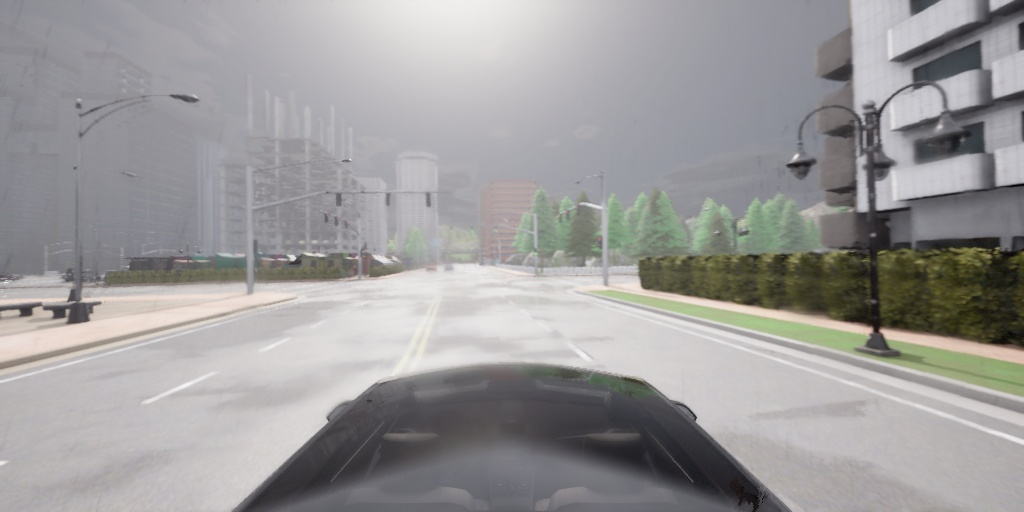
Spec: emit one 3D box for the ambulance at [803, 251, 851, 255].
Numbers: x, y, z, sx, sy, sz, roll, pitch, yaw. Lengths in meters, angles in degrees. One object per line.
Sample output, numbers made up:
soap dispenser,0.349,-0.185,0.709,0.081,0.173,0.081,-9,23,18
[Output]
ambulance,36.669,0.673,42.713,6.366,2.431,2.351,-1,-1,-6
